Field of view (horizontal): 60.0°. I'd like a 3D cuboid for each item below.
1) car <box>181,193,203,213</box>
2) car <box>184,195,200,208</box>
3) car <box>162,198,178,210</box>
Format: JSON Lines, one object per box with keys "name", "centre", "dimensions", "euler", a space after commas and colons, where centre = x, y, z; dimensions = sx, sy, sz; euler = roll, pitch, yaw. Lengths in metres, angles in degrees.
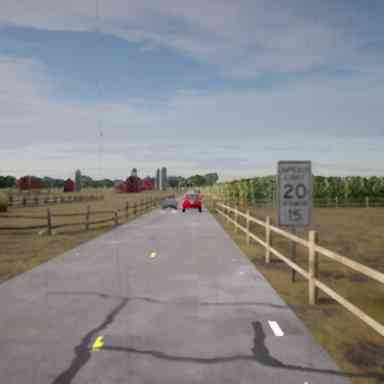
{"name": "car", "centre": [0.009, 1.163, 36.759], "dimensions": [2.150, 2.045, 5.566], "euler": [0, 0, 0]}
{"name": "car", "centre": [0.019, 1.278, 47.958], "dimensions": [2.097, 1.767, 4.553], "euler": [0, 0, 0]}
{"name": "car", "centre": [-2.740, 1.482, 42.144], "dimensions": [2.033, 1.411, 5.357], "euler": [0, 0, 0]}
